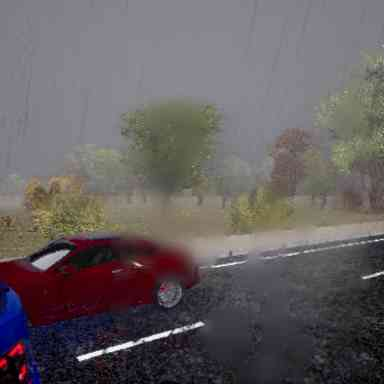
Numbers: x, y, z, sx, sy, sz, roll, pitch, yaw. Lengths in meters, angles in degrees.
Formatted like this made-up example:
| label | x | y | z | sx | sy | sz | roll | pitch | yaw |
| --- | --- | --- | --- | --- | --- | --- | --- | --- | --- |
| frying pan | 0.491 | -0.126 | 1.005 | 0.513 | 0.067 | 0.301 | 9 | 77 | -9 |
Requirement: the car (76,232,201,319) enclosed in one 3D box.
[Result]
| label | x | y | z | sx | sy | sz | roll | pitch | yaw |
| --- | --- | --- | --- | --- | --- | --- | --- | --- | --- |
| car | -1.977 | 1.523 | 6.236 | 4.674 | 1.442 | 1.812 | 0 | 0 | -35 |

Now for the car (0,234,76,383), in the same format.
| label | x | y | z | sx | sy | sz | roll | pitch | yaw |
| --- | --- | --- | --- | --- | --- | --- | --- | --- | --- |
| car | -3.557 | 1.218 | 1.131 | 5.566 | 2.045 | 2.150 | 0 | 0 | -36 |
